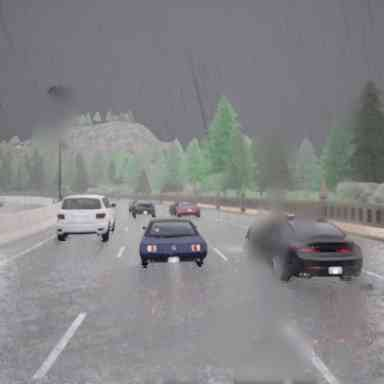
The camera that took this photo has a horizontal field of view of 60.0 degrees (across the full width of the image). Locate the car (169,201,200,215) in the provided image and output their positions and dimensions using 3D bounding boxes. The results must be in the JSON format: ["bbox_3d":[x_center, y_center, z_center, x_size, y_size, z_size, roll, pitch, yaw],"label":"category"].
[{"bbox_3d":[-0.714,1.415,28.619,1.994,1.385,4.181,0,0,-15],"label":"car"}]

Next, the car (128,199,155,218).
[{"bbox_3d":[-4.386,1.365,28.780,1.837,1.490,4.892,0,0,-16],"label":"car"}]

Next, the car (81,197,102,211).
[{"bbox_3d":[-12.123,1.328,39.884,1.837,1.490,4.892,0,0,-23],"label":"car"}]

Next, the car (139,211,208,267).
[{"bbox_3d":[-0.738,1.543,11.239,1.895,1.301,4.718,0,0,-6],"label":"car"}]

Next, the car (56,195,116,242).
[{"bbox_3d":[-4.987,1.150,16.176,2.150,2.045,5.566,0,0,-9],"label":"car"}]

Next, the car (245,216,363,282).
[{"bbox_3d":[2.892,1.445,9.643,1.837,1.490,4.892,0,0,-5],"label":"car"}]
